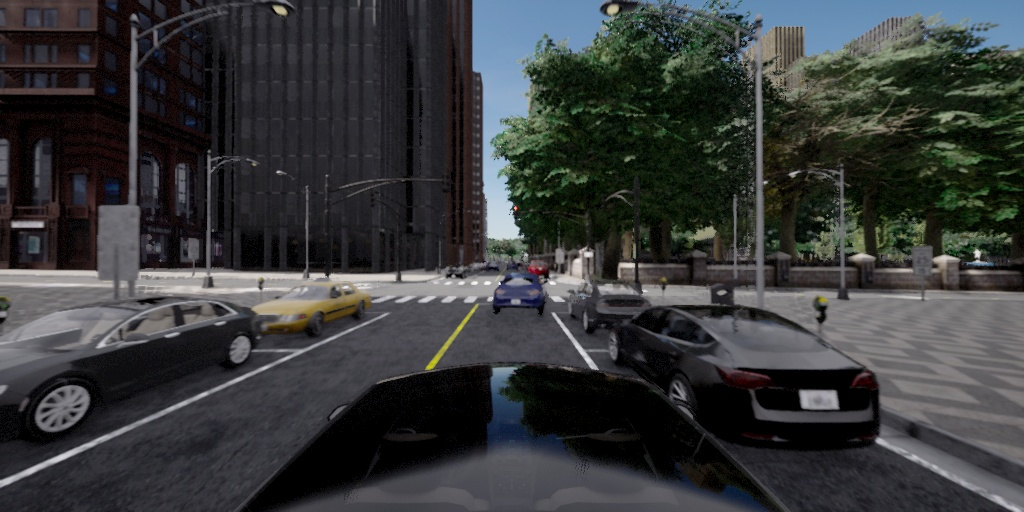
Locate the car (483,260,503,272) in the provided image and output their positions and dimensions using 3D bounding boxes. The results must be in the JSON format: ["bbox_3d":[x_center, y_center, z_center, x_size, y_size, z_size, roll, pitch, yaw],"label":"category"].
[{"bbox_3d":[-3.054,1.606,57.153,2.097,1.767,4.553,0,-1,0],"label":"car"}]

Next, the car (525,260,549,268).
[{"bbox_3d":[2.771,1.380,37.475,2.192,1.841,5.009,0,0,0],"label":"car"}]

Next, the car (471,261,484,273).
[{"bbox_3d":[-5.749,1.773,53.838,2.007,1.370,4.403,0,0,0],"label":"car"}]

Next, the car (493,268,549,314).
[{"bbox_3d":[0.428,1.383,14.248,1.812,1.442,4.674,0,0,8],"label":"car"}]

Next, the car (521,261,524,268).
[{"bbox_3d":[2.776,1.772,53.843,2.007,1.370,4.403,0,0,0],"label":"car"}]

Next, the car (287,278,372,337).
[{"bbox_3d":[-5.761,1.353,10.635,1.751,1.417,4.829,0,0,0],"label":"car"}]

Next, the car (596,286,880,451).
[{"bbox_3d":[2.763,1.346,5.299,1.948,1.339,4.313,0,0,0],"label":"car"}]

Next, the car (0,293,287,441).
[{"bbox_3d":[-5.762,1.331,5.292,2.007,1.370,4.403,0,0,0],"label":"car"}]

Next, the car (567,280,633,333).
[{"bbox_3d":[2.764,1.378,10.812,2.007,1.370,4.403,0,0,0],"label":"car"}]

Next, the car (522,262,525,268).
[{"bbox_3d":[2.774,1.735,48.387,1.948,1.339,4.313,0,0,0],"label":"car"}]

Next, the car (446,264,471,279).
[{"bbox_3d":[-5.754,1.631,37.468,1.948,1.339,4.313,0,0,0],"label":"car"}]
